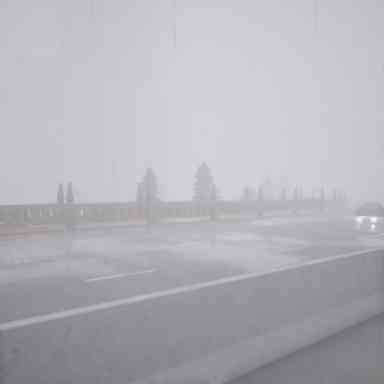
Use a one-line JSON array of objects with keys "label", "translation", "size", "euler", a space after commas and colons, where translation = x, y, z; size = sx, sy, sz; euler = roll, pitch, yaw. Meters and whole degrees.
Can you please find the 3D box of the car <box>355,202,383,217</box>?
[{"label": "car", "translation": [17.445, 1.632, 32.447], "size": [1.994, 1.385, 4.181], "euler": [0, 0, 41]}]
